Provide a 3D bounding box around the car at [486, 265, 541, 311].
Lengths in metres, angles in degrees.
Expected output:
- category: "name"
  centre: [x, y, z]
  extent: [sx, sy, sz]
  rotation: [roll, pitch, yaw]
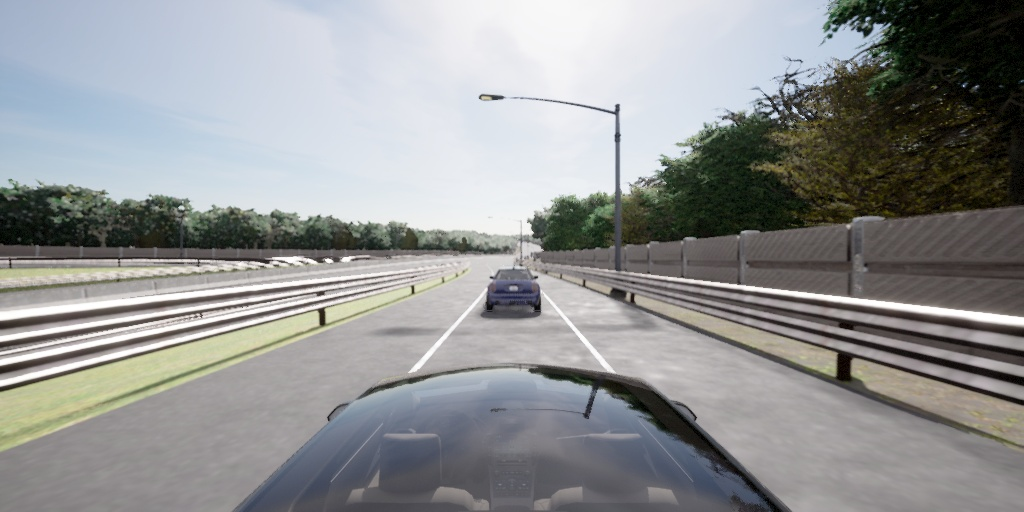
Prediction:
- category: "car"
  centre: [0.073, 1.234, 15.316]
  extent: [2.097, 1.767, 4.553]
  rotation: [0, -1, 0]
